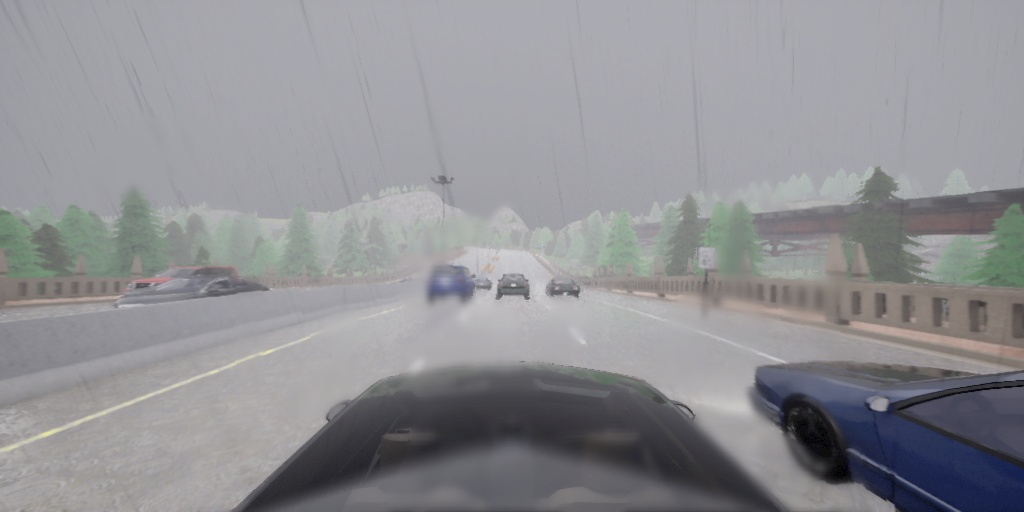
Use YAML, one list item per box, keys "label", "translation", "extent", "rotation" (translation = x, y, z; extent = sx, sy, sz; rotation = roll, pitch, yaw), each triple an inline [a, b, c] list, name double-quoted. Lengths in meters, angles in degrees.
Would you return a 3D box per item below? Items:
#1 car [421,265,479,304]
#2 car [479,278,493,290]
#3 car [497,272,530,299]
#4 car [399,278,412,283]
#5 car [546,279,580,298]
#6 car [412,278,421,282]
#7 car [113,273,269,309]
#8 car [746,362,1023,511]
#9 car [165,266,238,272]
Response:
- label: "car"
  translation: [-3.404, 1.633, 20.923]
  extent: [2.150, 2.045, 5.566]
  rotation: [0, -4, 0]
- label: "car"
  translation: [-3.406, 3.246, 42.418]
  extent: [1.994, 1.385, 4.181]
  rotation: [0, -3, 0]
- label: "car"
  translation: [0.095, 2.010, 24.998]
  extent: [2.097, 1.767, 4.553]
  rotation: [0, -3, 0]
- label: "car"
  translation: [-17.530, 4.333, 60.624]
  extent: [1.895, 1.301, 4.718]
  rotation: [0, -3, 1]
- label: "car"
  translation: [3.596, 2.320, 26.023]
  extent: [1.895, 1.301, 4.718]
  rotation: [0, -3, 0]
- label: "car"
  translation: [-14.056, 4.122, 57.335]
  extent: [1.994, 1.385, 4.181]
  rotation: [0, -3, 1]
- label: "car"
  translation: [-10.601, 1.457, 12.340]
  extent: [2.128, 1.511, 4.902]
  rotation: [0, -2, 0]
- label: "car"
  translation: [3.600, 1.293, 1.602]
  extent: [2.033, 1.411, 5.357]
  rotation: [0, 0, 0]
- label: "car"
  translation: [-17.601, 1.571, 19.725]
  extent: [2.150, 2.045, 5.566]
  rotation: [0, -3, 0]
